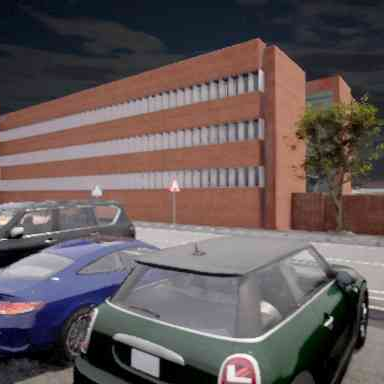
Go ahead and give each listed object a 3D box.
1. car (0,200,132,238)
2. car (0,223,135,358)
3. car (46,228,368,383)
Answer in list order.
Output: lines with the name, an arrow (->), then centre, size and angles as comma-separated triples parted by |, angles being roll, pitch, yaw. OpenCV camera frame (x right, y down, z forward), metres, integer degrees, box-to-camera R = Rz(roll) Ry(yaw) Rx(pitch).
car -> -3.735, 1.234, 7.621 | 2.435, 2.045, 5.566 | 0, 0, 35
car -> -1.420, 1.523, 6.002 | 2.002, 1.452, 4.674 | 0, 0, 35
car -> 0.864, 1.356, 4.338 | 2.185, 1.767, 4.553 | 0, 0, 35
